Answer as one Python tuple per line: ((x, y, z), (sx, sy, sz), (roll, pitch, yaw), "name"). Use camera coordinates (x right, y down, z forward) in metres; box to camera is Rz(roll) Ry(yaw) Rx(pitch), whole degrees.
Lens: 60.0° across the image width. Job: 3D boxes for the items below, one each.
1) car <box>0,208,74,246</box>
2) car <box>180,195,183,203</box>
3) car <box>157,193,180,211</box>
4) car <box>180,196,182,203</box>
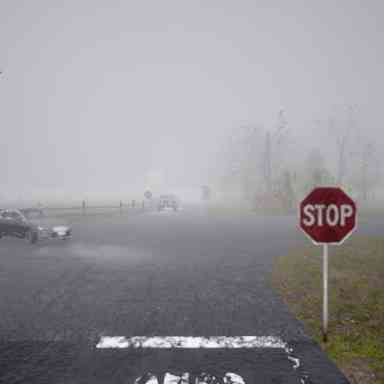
((-7.546, 1.515, 15.563), (4.902, 1.511, 2.128), (0, -1, 35), "car")
((-2.911, 1.296, 65.226), (2.097, 1.767, 4.553), (0, 0, 1), "car")
((-2.996, 1.202, 41.189), (2.150, 2.045, 5.566), (0, 0, 0), "car")
((-2.978, 1.568, 51.276), (1.895, 1.301, 4.718), (0, 0, 0), "car")
